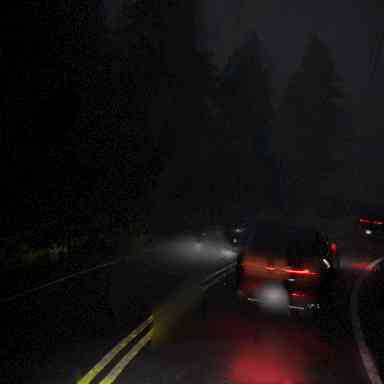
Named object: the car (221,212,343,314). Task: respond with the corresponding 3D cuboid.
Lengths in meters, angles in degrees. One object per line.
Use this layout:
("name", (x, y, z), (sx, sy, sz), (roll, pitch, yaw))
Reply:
("car", (2.427, 1.503, 7.857), (1.837, 1.490, 4.892), (2, 1, 25))

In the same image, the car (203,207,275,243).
("car", (2.387, 1.350, 13.756), (1.994, 1.385, 4.181), (4, 4, 44))

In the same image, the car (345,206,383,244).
("car", (9.478, 1.409, 15.351), (4.892, 1.490, 1.837), (-1, 5, -33))
